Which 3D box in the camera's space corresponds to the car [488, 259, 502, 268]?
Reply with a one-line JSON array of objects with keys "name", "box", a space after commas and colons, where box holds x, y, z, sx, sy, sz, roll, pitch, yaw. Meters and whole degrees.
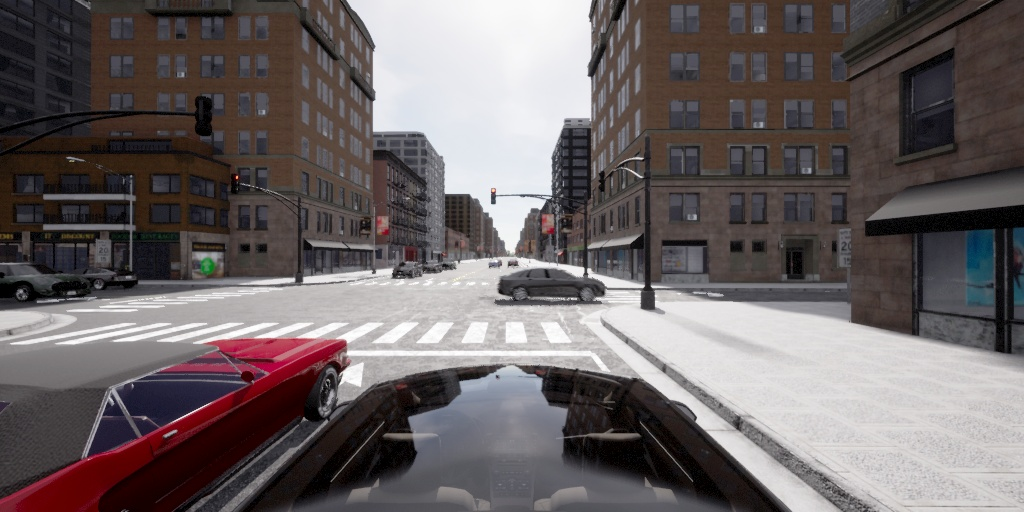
[{"name": "car", "box": [-2.987, 1.288, 60.226, 2.033, 1.411, 5.357, 0, 0, 0]}]

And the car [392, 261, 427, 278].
[{"name": "car", "box": [-9.757, 1.254, 33.766, 1.837, 1.490, 4.892, 0, 0, 0]}]

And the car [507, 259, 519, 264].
[{"name": "car", "box": [0.168, 1.245, 62.244, 1.837, 1.490, 4.892, 0, 0, 0]}]

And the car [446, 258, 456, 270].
[{"name": "car", "box": [-9.698, 1.095, 53.662, 2.097, 1.767, 4.553, 0, 0, 0]}]

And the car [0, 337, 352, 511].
[{"name": "car", "box": [-3.156, 1.351, 2.882, 1.895, 1.301, 4.718, 0, 0, 0]}]

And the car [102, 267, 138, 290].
[{"name": "car", "box": [-25.321, 1.330, 21.750, 4.313, 1.339, 1.948, 0, 0, 0]}]

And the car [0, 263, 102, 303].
[{"name": "car", "box": [-22.163, 1.096, 16.241, 4.553, 1.767, 2.097, 0, 0, 0]}]

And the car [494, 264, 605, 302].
[{"name": "car", "box": [1.746, 1.256, 16.331, 4.892, 1.490, 1.837, 0, 0, 0]}]

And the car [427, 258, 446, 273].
[{"name": "car", "box": [-9.730, 1.251, 43.601, 1.837, 1.490, 4.892, 0, 0, 1]}]
